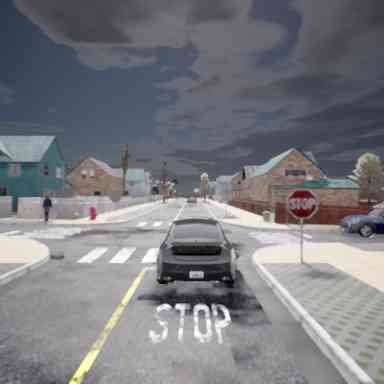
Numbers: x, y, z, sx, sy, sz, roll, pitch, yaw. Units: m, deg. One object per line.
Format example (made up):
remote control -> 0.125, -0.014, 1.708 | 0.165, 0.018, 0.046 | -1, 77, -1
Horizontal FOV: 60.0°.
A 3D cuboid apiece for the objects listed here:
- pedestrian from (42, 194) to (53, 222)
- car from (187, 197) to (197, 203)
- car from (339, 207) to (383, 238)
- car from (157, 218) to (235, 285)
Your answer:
pedestrian -> -9.631, 1.030, 22.026 | 0.375, 1.860, 0.375 | 0, -2, 0
car -> -0.009, 1.701, 71.070 | 1.994, 1.385, 4.181 | 0, 0, 0
car -> 10.964, 1.658, 19.158 | 4.553, 1.767, 2.097 | 1, -1, 1
car -> 0.098, 1.507, 9.455 | 1.837, 1.490, 4.892 | 0, 0, 0
